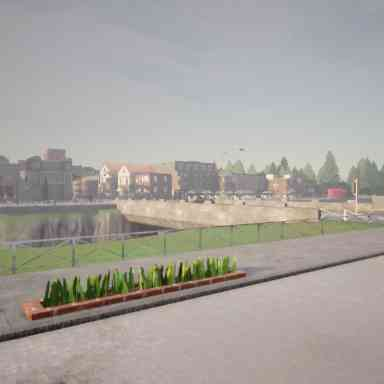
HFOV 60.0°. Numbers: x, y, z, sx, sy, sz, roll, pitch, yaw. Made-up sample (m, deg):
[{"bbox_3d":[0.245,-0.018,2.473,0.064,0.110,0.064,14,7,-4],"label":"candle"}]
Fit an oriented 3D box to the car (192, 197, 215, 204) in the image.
[{"bbox_3d":[1.957,1.526,55.318,1.812,1.442,4.674,0,0,-35],"label":"car"}]
